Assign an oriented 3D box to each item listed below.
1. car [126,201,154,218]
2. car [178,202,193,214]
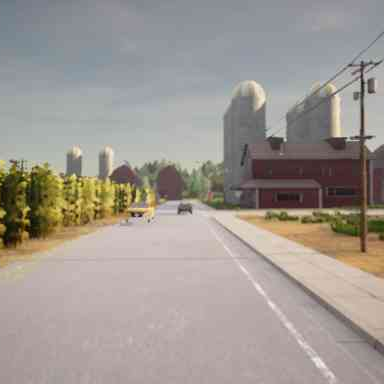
[{"bbox_3d":[-4.079,1.453,26.694,1.882,1.535,5.008,0,-1,-1],"label":"car"},{"bbox_3d":[-0.892,1.996,42.993,2.128,1.511,4.902,0,0,-1],"label":"car"}]
